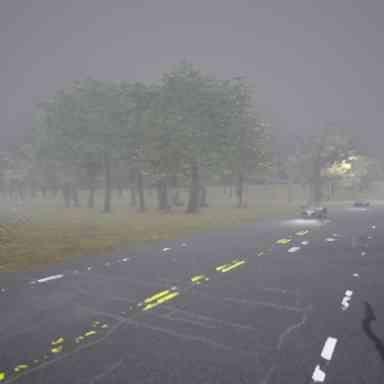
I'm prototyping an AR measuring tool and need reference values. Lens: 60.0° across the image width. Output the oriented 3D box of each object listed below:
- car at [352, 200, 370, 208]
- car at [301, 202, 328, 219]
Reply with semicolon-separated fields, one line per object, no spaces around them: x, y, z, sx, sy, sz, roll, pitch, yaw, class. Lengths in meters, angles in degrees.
27.073;1.888;53.205;1.895;1.301;4.718;0;0;37;car
11.785;1.705;31.887;2.128;1.511;4.902;0;0;31;car
